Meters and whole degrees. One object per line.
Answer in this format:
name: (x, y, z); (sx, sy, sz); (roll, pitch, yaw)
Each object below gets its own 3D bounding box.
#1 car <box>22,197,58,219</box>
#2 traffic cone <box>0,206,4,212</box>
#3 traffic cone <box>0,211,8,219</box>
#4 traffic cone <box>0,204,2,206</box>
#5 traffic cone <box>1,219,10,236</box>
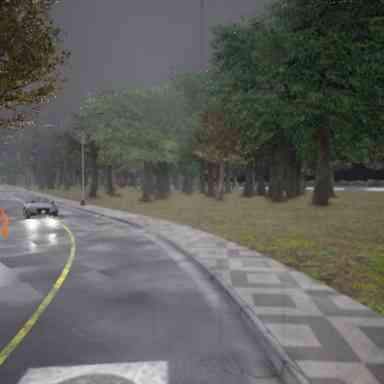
car: (-10.794, 1.066, 23.547); (1.994, 1.385, 4.181); (0, 1, -31)
traffic cone: (-13.253, 1.440, 23.361); (0.340, 0.580, 0.340); (0, 1, -31)
traffic cone: (-10.657, 1.544, 19.089); (0.340, 0.580, 0.340); (0, 1, -31)
traffic cone: (-15.850, 1.333, 27.633); (0.340, 0.580, 0.340); (0, 1, -31)
traffic cone: (-8.381, 1.641, 14.959); (0.340, 0.580, 0.340); (0, 1, -25)
